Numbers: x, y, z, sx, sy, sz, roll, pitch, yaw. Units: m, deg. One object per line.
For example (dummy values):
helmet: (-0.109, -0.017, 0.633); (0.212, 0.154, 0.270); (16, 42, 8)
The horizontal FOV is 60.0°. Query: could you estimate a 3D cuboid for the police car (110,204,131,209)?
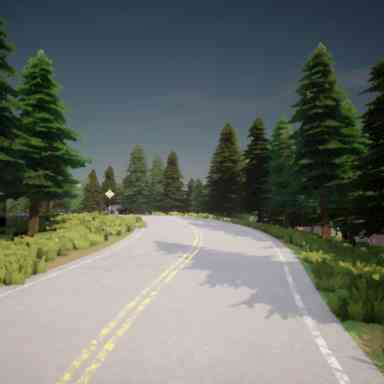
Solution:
police car: (-10.401, 2.450, 44.957); (5.238, 1.638, 1.930); (-5, -7, 38)
